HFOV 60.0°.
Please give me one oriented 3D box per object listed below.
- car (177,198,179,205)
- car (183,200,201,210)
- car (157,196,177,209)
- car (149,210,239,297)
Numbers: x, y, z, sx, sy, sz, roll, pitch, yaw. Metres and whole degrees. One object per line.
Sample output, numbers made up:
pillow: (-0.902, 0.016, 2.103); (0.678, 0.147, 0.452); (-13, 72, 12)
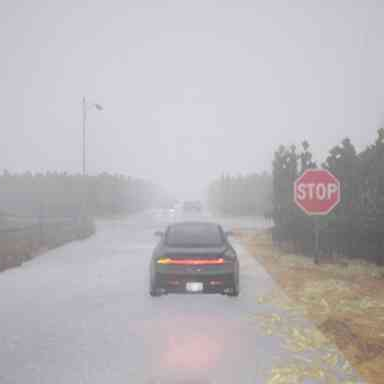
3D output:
car: (-3.299, 1.397, 57.227); (1.882, 1.535, 5.008); (0, -1, 0)
car: (0.014, 1.508, 37.363); (1.895, 1.301, 4.718); (0, 0, 0)
car: (-3.288, 1.388, 42.850); (1.837, 1.490, 4.892); (0, 1, 0)
car: (0.055, 1.447, 8.440); (1.837, 1.490, 4.892); (0, 0, 0)
